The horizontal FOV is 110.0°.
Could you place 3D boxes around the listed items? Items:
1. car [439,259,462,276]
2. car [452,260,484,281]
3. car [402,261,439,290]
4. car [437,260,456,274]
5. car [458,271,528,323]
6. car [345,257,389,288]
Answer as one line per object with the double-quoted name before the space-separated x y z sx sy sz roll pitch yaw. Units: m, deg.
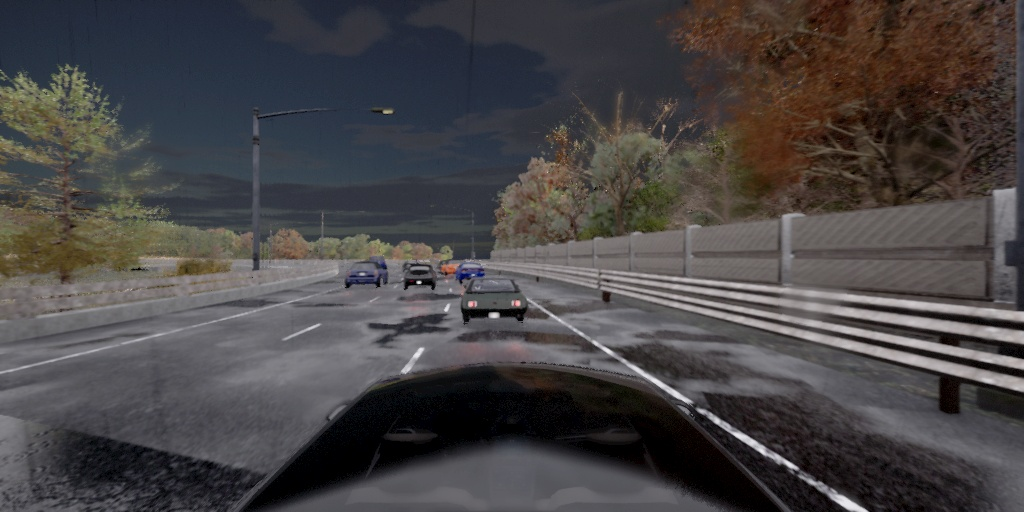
"car" -6.199 1.133 37.621 2.097 1.767 4.553 0 0 -17
"car" -3.323 1.246 27.830 1.882 1.535 5.008 0 -1 -14
"car" -5.850 1.280 23.135 1.837 1.490 4.892 0 0 -11
"car" -8.125 1.295 44.049 1.837 1.490 4.892 0 0 -16
"car" -0.692 1.356 12.138 1.895 1.301 4.718 0 0 -5
"car" -9.659 1.141 24.165 2.097 1.767 4.553 0 0 -12
